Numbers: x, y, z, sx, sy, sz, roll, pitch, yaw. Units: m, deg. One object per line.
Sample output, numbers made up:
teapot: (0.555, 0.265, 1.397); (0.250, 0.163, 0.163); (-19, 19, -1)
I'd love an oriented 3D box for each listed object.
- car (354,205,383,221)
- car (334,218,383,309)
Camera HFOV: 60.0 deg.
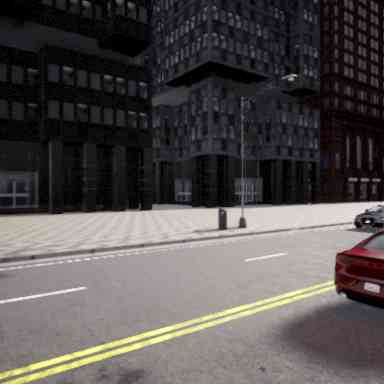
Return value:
car: (11.505, 1.488, 19.866); (4.181, 1.385, 1.994); (0, 0, -35)
car: (5.048, 1.448, 7.038); (5.008, 1.535, 1.882); (0, 0, -35)
